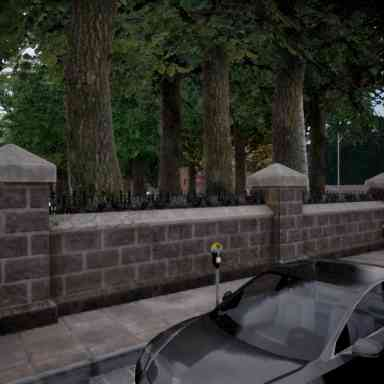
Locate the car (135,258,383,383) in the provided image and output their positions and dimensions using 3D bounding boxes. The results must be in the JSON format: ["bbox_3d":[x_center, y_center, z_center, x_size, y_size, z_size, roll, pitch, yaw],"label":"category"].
[{"bbox_3d":[1.470,1.565,3.872,4.313,1.339,1.947,0,-1,-36],"label":"car"}]
